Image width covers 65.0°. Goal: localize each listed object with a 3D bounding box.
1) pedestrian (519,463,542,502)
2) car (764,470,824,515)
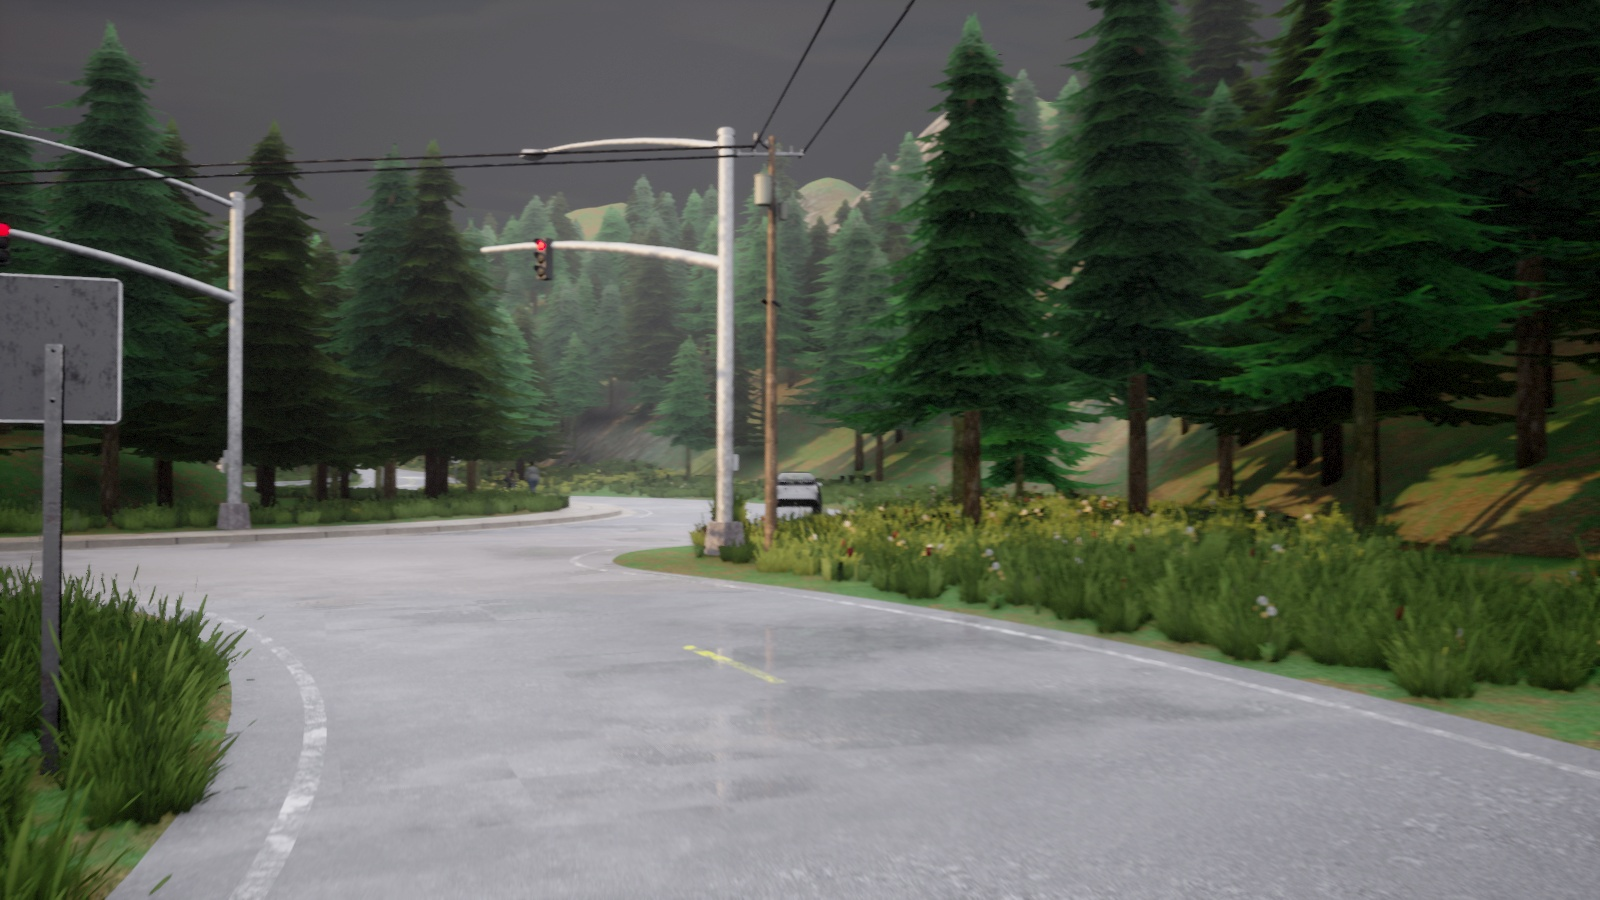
[{"bbox_3d":[-12.991,1.542,60.560,0.874,1.855,0.900,0,-1,-29],"label":"pedestrian"},{"bbox_3d":[-0.256,1.492,45.023,2.007,1.525,4.514,0,-1,-2],"label":"car"}]
